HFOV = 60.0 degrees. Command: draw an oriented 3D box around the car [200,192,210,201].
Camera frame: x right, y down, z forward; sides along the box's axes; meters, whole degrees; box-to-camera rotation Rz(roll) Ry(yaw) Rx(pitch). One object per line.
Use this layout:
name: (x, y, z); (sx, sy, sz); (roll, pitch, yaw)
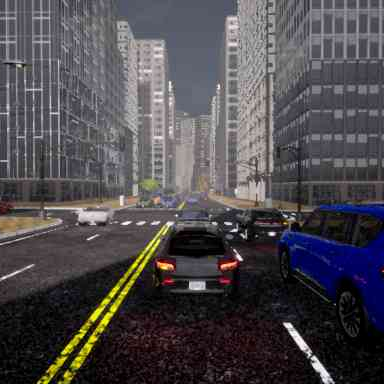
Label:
car: (3.174, 1.443, 79.610); (1.812, 1.442, 4.674); (0, 0, 0)

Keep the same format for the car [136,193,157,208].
car: (-6.673, 1.318, 47.853); (2.097, 1.767, 4.553); (0, 0, 1)

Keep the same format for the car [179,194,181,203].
car: (-3.390, 1.503, 57.374); (2.033, 1.411, 5.357); (0, 0, 0)

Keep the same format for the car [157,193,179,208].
car: (-3.391, 1.318, 47.902); (2.097, 1.767, 4.553); (0, 0, 0)

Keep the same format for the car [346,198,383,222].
car: (16.174, 1.520, 28.416); (5.009, 1.841, 2.192); (1, 0, 1)

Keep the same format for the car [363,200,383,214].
car: (21.774, 1.643, 36.707); (4.829, 1.417, 1.752); (1, 0, 1)

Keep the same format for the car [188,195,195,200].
car: (-0.087, 1.461, 90.723); (1.994, 1.385, 4.181); (0, 0, 0)

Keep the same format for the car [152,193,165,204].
car: (-6.594, 1.166, 66.020); (2.150, 2.045, 5.566); (0, 0, 1)

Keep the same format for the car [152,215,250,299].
car: (0.091, 1.522, 8.290); (1.812, 1.442, 4.674); (0, 0, 0)

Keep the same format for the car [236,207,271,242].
car: (3.335, 1.496, 16.294); (1.837, 1.490, 4.892); (0, 0, 0)

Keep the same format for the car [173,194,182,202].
car: (-3.325, 1.285, 77.398); (2.097, 1.767, 4.553); (0, 0, 0)

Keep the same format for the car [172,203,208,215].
car: (0.085, 1.538, 17.564); (2.033, 1.411, 5.357); (0, 0, 0)

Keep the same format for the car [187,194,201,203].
car: (0.050, 1.499, 60.880); (2.033, 1.411, 5.357); (0, 0, 0)

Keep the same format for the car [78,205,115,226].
car: (-6.540, 1.595, 23.167); (1.895, 1.301, 4.718); (0, 0, -7)

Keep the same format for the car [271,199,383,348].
car: (3.347, 1.218, 6.434); (2.150, 2.045, 5.566); (0, 0, 0)

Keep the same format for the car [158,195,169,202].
car: (-6.574, 1.471, 76.500); (2.033, 1.411, 5.357); (0, 0, 0)

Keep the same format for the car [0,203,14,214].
car: (-19.571, 1.321, 31.557); (5.008, 1.535, 1.882); (1, 1, 1)

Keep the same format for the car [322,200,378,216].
car: (16.193, 1.616, 34.201); (4.892, 1.490, 1.837); (0, 1, 0)

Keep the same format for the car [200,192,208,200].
car: (3.164, 0.968, 89.640); (2.150, 2.045, 5.566); (0, 0, 0)
